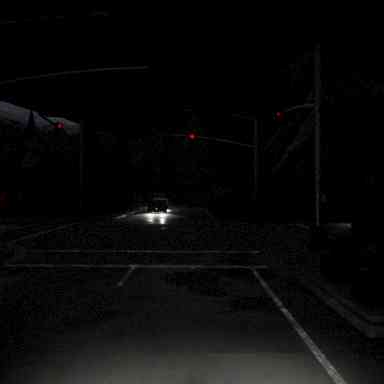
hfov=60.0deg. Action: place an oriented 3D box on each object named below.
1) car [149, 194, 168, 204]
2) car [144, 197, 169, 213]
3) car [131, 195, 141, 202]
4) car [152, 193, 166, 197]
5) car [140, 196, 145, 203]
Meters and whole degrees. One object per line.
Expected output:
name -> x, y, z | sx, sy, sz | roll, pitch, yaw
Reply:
car -> -6.596, 1.352, 64.907 | 2.097, 1.767, 4.553 | 0, 0, -27
car -> -3.757, 1.564, 36.485 | 1.994, 1.385, 4.181 | 0, 0, -2
car -> -12.345, 1.480, 73.213 | 4.902, 1.511, 2.128 | 0, 0, 42
car -> -4.506, 1.221, 46.112 | 2.150, 2.045, 5.566 | 0, 0, -10
car -> -6.877, 1.601, 55.753 | 1.895, 1.301, 4.718 | 0, 0, -19
